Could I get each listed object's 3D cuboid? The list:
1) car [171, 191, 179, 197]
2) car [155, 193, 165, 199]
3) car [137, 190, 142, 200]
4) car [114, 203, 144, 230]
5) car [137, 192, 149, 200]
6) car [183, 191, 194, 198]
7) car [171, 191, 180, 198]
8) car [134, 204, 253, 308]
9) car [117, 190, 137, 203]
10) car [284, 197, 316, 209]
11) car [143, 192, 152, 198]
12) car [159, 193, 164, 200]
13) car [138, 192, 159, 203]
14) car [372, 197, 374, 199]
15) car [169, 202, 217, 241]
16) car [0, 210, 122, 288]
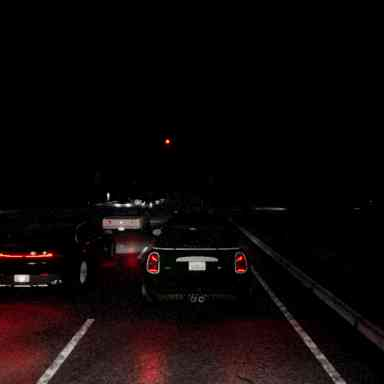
[{"bbox_3d":[-4.937,0.541,95.504,1.837,1.490,4.892,0,1,-7],"label":"car"},{"bbox_3d":[-7.318,0.870,76.462,2.033,1.411,5.357,0,1,-1],"label":"car"},{"bbox_3d":[-10.694,0.709,63.259,2.150,2.045,5.566,0,1,0],"label":"car"},{"bbox_3d":[-3.439,1.487,18.413,1.895,1.301,4.718,0,1,0],"label":"car"},{"bbox_3d":[-10.747,0.894,73.484,2.128,1.511,4.902,0,1,-1],"label":"car"},{"bbox_3d":[-0.698,0.707,86.045,1.812,1.442,4.674,0,1,-4],"label":"car"},{"bbox_3d":[-4.157,0.681,85.345,1.882,1.535,5.008,0,1,-4],"label":"car"},{"bbox_3d":[0.087,1.323,8.041,2.097,1.767,4.553,0,0,0],"label":"car"},{"bbox_3d":[-10.707,0.928,53.818,2.097,1.767,4.553,0,0,0],"label":"car"},{"bbox_3d":[13.704,1.252,39.212,5.357,1.411,2.033,0,1,-3],"label":"car"},{"bbox_3d":[-11.085,0.749,83.705,1.812,1.442,4.674,0,1,-2],"label":"car"},{"bbox_3d":[-7.185,1.005,66.035,2.033,1.411,5.357,0,1,1],"label":"car"},{"bbox_3d":[-7.211,1.105,55.967,2.033,1.411,5.357,0,1,0],"label":"car"},{"bbox_3d":[22.769,1.052,39.740,4.553,1.767,2.097,0,1,-3],"label":"car"},{"bbox_3d":[0.057,1.388,17.237,2.128,1.511,4.902,0,0,1],"label":"car"},{"bbox_3d":[-3.417,1.468,9.093,1.837,1.490,4.892,0,0,0],"label":"car"}]
